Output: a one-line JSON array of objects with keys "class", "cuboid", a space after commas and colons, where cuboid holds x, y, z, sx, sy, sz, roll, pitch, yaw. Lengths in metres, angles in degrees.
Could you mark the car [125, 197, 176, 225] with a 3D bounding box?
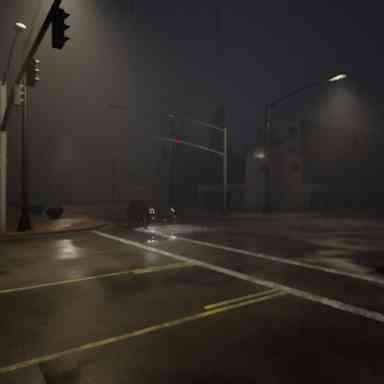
[{"class": "car", "cuboid": [-3.044, 1.263, 23.744, 2.097, 1.767, 4.553, 0, 0, -35]}]
